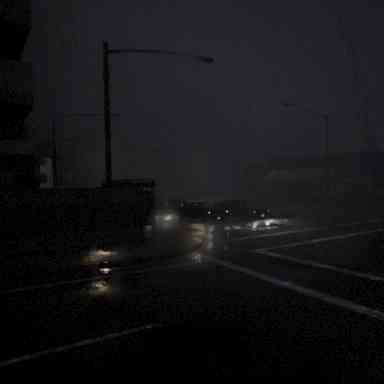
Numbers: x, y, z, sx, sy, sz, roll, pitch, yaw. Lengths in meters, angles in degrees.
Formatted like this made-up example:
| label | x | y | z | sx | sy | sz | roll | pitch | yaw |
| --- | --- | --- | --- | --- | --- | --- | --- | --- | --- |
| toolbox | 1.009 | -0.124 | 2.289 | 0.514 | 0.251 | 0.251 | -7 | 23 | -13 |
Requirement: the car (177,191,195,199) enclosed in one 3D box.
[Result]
| label | x | y | z | sx | sy | sz | roll | pitch | yaw |
| --- | --- | --- | --- | --- | --- | --- | --- | --- | --- |
| car | -1.138 | 0.627 | 68.586 | 1.994 | 1.385 | 4.181 | -1 | 1 | 27 |

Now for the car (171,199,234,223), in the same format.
| label | x | y | z | sx | sy | sz | roll | pitch | yaw |
| --- | --- | --- | --- | --- | --- | --- | --- | --- | --- |
| car | 0.643 | 1.409 | 23.942 | 1.895 | 1.301 | 4.718 | -2 | 1 | -31 |

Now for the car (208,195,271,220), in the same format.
| label | x | y | z | sx | sy | sz | roll | pitch | yaw |
| --- | --- | --- | --- | --- | --- | --- | --- | --- | --- |
| car | 3.616 | 1.255 | 25.772 | 2.033 | 1.411 | 5.357 | -2 | 1 | -31 |

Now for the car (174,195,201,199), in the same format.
| label | x | y | z | sx | sy | sz | roll | pitch | yaw |
| --- | --- | --- | --- | --- | --- | --- | --- | --- | --- |
| car | -1.320 | 1.277 | 33.994 | 1.895 | 1.301 | 4.718 | -2 | 1 | -30 |

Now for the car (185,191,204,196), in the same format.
| label | x | y | z | sx | sy | sz | roll | pitch | yaw |
| --- | --- | --- | --- | --- | --- | --- | --- | --- | --- |
| car | 0.471 | 0.625 | 61.732 | 1.882 | 1.535 | 5.008 | -1 | 1 | 9 |

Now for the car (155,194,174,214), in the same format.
| label | x | y | z | sx | sy | sz | roll | pitch | yaw |
| --- | --- | --- | --- | --- | --- | --- | --- | --- | --- |
| car | -3.912 | 1.130 | 31.571 | 2.097 | 1.767 | 4.553 | -2 | 1 | -30 |

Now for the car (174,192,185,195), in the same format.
| label | x | y | z | sx | sy | sz | roll | pitch | yaw |
| --- | --- | --- | --- | --- | --- | --- | --- | --- | --- |
| car | -2.847 | 0.962 | 53.856 | 1.895 | 1.301 | 4.718 | -2 | 1 | -12 |

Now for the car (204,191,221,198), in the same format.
| label | x | y | z | sx | sy | sz | roll | pitch | yaw |
| --- | --- | --- | --- | --- | --- | --- | --- | --- | --- |
| car | 4.394 | 0.486 | 71.192 | 1.895 | 1.301 | 4.718 | -1 | 1 | 37 |
